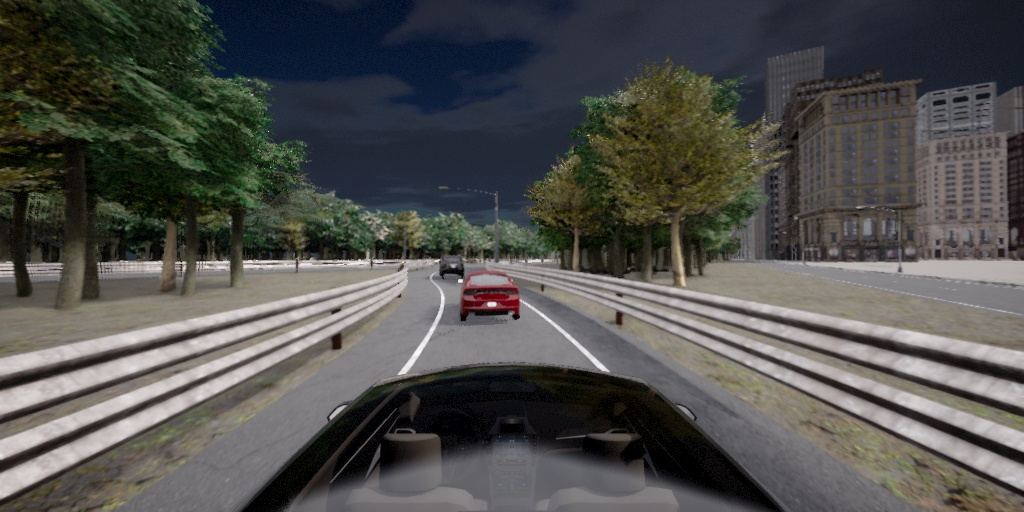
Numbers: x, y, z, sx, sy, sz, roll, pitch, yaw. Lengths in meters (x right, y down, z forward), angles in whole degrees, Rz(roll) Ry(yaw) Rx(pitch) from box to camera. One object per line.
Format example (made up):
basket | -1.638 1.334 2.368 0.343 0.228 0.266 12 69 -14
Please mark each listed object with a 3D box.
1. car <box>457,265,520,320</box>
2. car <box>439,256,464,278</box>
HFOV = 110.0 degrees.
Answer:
car | -0.915 1.269 12.972 1.882 1.535 5.008 0 0 -8
car | -5.807 1.018 34.607 2.150 2.045 5.566 0 1 -13
